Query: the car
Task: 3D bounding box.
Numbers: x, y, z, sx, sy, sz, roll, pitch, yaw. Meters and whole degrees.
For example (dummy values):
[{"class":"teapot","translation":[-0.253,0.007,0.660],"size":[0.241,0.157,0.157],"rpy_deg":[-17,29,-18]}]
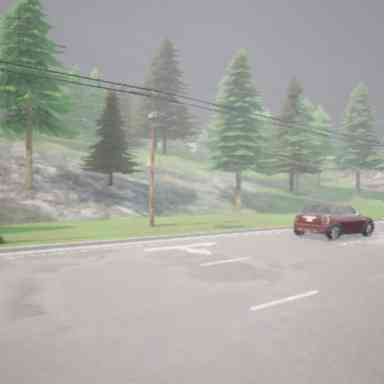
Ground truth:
[{"class":"car","translation":[7.347,1.360,17.053],"size":[4.553,1.767,2.097],"rpy_deg":[1,0,-35]}]
